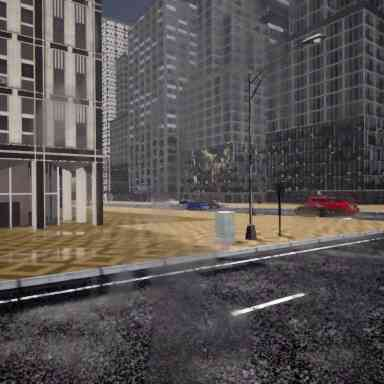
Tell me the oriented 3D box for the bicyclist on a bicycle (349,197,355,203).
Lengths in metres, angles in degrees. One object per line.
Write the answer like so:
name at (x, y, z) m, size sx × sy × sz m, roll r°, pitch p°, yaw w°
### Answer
bicyclist on a bicycle at (21.996, 1.578, 45.642) m, size 1.656 × 1.620 × 0.582 m, roll -1°, pitch 0°, yaw -35°

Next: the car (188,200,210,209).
car at (1.304, 2.305, 61.971) m, size 1.994 × 1.385 × 4.181 m, roll -1°, pitch -1°, yaw -35°

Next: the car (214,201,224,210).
car at (2.517, 2.167, 54.402) m, size 1.837 × 1.490 × 4.892 m, roll -1°, pitch -1°, yaw -35°

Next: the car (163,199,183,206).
car at (-4.378, 2.252, 69.890) m, size 1.812 × 1.442 × 4.674 m, roll -1°, pitch -1°, yaw -35°

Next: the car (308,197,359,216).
car at (15.235, 1.537, 36.411) m, size 2.150 × 2.045 × 5.566 m, roll -1°, pitch -1°, yaw -35°

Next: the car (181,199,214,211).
car at (0.793, 2.191, 51.203) m, size 1.812 × 1.442 × 4.674 m, roll -1°, pitch -1°, yaw -35°

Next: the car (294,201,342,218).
car at (12.725, 1.905, 34.337) m, size 1.994 × 1.385 × 4.181 m, roll -1°, pitch -1°, yaw -35°
